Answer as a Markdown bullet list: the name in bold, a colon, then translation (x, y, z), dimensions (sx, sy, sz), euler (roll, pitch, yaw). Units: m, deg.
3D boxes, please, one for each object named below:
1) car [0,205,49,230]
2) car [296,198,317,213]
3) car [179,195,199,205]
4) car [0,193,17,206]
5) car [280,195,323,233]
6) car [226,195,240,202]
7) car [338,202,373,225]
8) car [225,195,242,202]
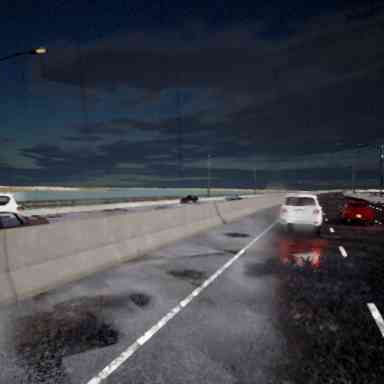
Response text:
- **car**: translation (-7.609, 1.418, 12.074), dimensions (2.033, 1.411, 5.357), euler (1, 0, 19)
- **car**: translation (13.035, 1.441, 37.704), dimensions (2.033, 1.411, 5.357), euler (1, 0, 20)
- **car**: translation (-0.411, 1.203, 52.263), dimensions (1.837, 1.490, 4.892), euler (1, 0, 21)
- **car**: translation (-10.365, 1.055, 14.757), dimensions (2.150, 2.045, 5.566), euler (1, 0, 20)
- **car**: translation (6.521, 1.169, 19.833), dimensions (2.150, 2.045, 5.566), euler (1, 1, 20)
- **car**: translation (8.081, 1.289, 64.768), dimensions (1.895, 1.301, 4.718), euler (1, 0, 18)
- **car**: translation (11.875, 1.441, 24.306), dimensions (1.882, 1.535, 5.008), euler (1, 0, 20)
- **car**: translation (6.290, 1.255, 50.210), dimensions (2.128, 1.511, 4.902), euler (1, 0, 21)
